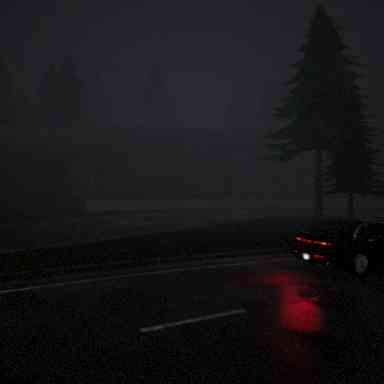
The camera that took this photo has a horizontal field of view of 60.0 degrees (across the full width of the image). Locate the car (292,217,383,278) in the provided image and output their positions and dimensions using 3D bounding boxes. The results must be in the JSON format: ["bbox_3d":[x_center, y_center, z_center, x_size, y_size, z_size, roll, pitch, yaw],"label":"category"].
[{"bbox_3d":[5.371,1.543,10.229,4.892,1.490,1.837,0,0,-25],"label":"car"}]
